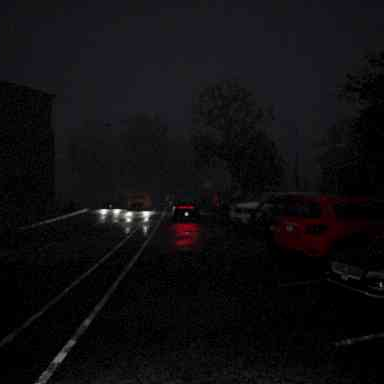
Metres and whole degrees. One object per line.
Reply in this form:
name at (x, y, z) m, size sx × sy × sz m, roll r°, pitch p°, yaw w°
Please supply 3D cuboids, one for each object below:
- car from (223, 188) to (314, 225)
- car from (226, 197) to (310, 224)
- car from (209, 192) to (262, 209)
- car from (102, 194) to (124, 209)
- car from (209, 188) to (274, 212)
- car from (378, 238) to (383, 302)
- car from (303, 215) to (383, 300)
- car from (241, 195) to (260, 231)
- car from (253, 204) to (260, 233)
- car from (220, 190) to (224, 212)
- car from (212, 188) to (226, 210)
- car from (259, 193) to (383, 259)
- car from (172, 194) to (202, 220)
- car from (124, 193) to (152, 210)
car at (5.016, 0.995, 19.304) m, size 5.566 × 2.045 × 2.435 m, roll 0°, pitch 2°, yaw -22°
car at (5.118, 1.170, 22.378) m, size 5.366 × 1.575 × 1.946 m, roll 0°, pitch 1°, yaw -22°
car at (4.467, 0.818, 34.174) m, size 4.892 × 1.521 × 2.231 m, roll 0°, pitch 2°, yaw -23°
car at (-7.837, 0.873, 34.188) m, size 2.033 × 1.411 × 5.357 m, roll 0°, pitch 2°, yaw -3°
car at (4.635, 0.657, 31.212) m, size 5.566 × 2.045 × 2.435 m, roll 0°, pitch 2°, yaw -23°
car at (5.300, 1.461, 4.457) m, size 5.008 × 1.535 × 2.097 m, roll 1°, pitch 0°, yaw -21°
car at (5.285, 1.440, 7.427) m, size 4.892 × 1.521 × 2.231 m, roll 1°, pitch 1°, yaw -21°
car at (5.089, 1.184, 16.338) m, size 4.553 × 1.767 × 2.185 m, roll 0°, pitch 1°, yaw -22°
car at (5.207, 1.393, 13.393) m, size 4.792 × 1.488 × 2.163 m, roll 0°, pitch 1°, yaw -21°
car at (4.876, 0.963, 25.275) m, size 4.553 × 1.767 × 2.185 m, roll 0°, pitch 2°, yaw -22°
car at (4.710, 0.748, 28.212) m, size 5.566 × 2.045 × 2.435 m, roll 0°, pitch 2°, yaw -22°
car at (5.264, 1.155, 10.415) m, size 5.566 × 2.045 × 2.435 m, roll 0°, pitch 1°, yaw -21°
car at (-0.379, 1.139, 23.935) m, size 1.837 × 1.490 × 4.892 m, roll 0°, pitch 1°, yaw -1°
car at (-4.964, 0.866, 32.106) m, size 1.882 × 1.535 × 5.008 m, roll 0°, pitch 2°, yaw -2°
